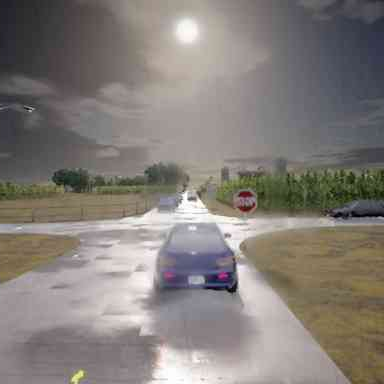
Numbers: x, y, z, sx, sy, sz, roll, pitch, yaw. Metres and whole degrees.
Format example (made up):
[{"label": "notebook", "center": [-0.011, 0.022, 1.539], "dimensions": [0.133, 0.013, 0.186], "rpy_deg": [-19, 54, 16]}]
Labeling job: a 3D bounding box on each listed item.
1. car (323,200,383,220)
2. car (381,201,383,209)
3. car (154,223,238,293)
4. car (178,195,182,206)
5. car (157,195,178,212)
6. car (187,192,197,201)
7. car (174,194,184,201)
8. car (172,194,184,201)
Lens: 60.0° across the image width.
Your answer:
[{"label": "car", "center": [12.625, 1.281, 24.513], "dimensions": [5.357, 1.411, 2.033], "rpy_deg": [-1, 0, -2]}, {"label": "car", "center": [15.487, 1.186, 21.657], "dimensions": [4.892, 1.490, 1.837], "rpy_deg": [-1, 0, 0]}, {"label": "car", "center": [0.091, 1.534, 8.740], "dimensions": [1.812, 1.442, 4.674], "rpy_deg": [0, 0, 0]}, {"label": "car", "center": [-2.858, 1.453, 47.133], "dimensions": [1.895, 1.301, 4.718], "rpy_deg": [0, 0, 0]}, {"label": "car", "center": [-2.813, 1.395, 37.139], "dimensions": [1.882, 1.535, 5.008], "rpy_deg": [0, 0, -2]}, {"label": "car", "center": [0.082, 1.255, 69.514], "dimensions": [1.895, 1.301, 4.718], "rpy_deg": [0, 1, 0]}, {"label": "car", "center": [-2.772, 1.131, 72.477], "dimensions": [2.128, 1.511, 4.902], "rpy_deg": [0, 1, 0]}, {"label": "car", "center": [-2.843, 1.118, 58.007], "dimensions": [2.097, 1.767, 4.553], "rpy_deg": [0, 1, 0]}]
